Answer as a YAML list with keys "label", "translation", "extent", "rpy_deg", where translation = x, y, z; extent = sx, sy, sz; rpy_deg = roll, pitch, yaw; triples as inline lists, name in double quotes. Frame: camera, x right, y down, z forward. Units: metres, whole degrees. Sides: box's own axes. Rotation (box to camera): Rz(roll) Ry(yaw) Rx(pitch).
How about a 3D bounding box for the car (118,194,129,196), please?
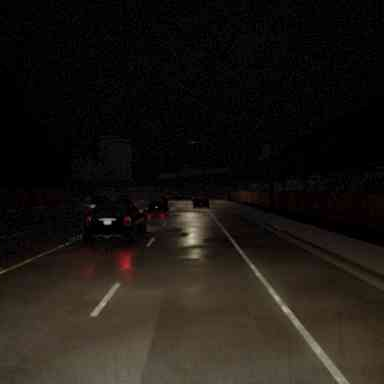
- label: "car"
  translation: [-10.600, 1.097, 51.179]
  extent: [1.837, 1.490, 4.892]
  rpy_deg: [0, 1, 0]

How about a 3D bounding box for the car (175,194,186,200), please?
- label: "car"
  translation: [-2.657, 1.199, 76.278]
  extent: [1.895, 1.301, 4.718]
  rpy_deg: [0, -1, -13]

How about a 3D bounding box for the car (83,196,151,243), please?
- label: "car"
  translation: [-3.394, 1.228, 15.483]
  extent: [2.097, 1.767, 4.553]
  rpy_deg: [0, 0, 0]

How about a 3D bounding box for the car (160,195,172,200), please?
- label: "car"
  translation: [-7.148, 1.569, 91.317]
  extent: [1.895, 1.301, 4.718]
  rpy_deg: [0, -2, -21]

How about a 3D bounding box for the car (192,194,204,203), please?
- label: "car"
  translation: [1.000, 1.065, 55.953]
  extent: [1.837, 1.490, 4.892]
  rpy_deg: [0, 0, -2]

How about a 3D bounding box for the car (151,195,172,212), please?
- label: "car"
  translation: [-3.387, 1.253, 34.211]
  extent: [1.812, 1.442, 4.674]
  rpy_deg: [0, 0, 0]

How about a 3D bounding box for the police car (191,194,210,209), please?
- label: "police car"
  translation: [1.064, 1.108, 39.835]
  extent: [1.930, 1.638, 5.238]
  rpy_deg: [0, 0, 0]

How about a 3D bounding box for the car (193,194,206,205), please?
- label: "car"
  translation: [1.067, 1.058, 49.919]
  extent: [1.801, 1.575, 5.366]
  rpy_deg: [0, 0, 0]
